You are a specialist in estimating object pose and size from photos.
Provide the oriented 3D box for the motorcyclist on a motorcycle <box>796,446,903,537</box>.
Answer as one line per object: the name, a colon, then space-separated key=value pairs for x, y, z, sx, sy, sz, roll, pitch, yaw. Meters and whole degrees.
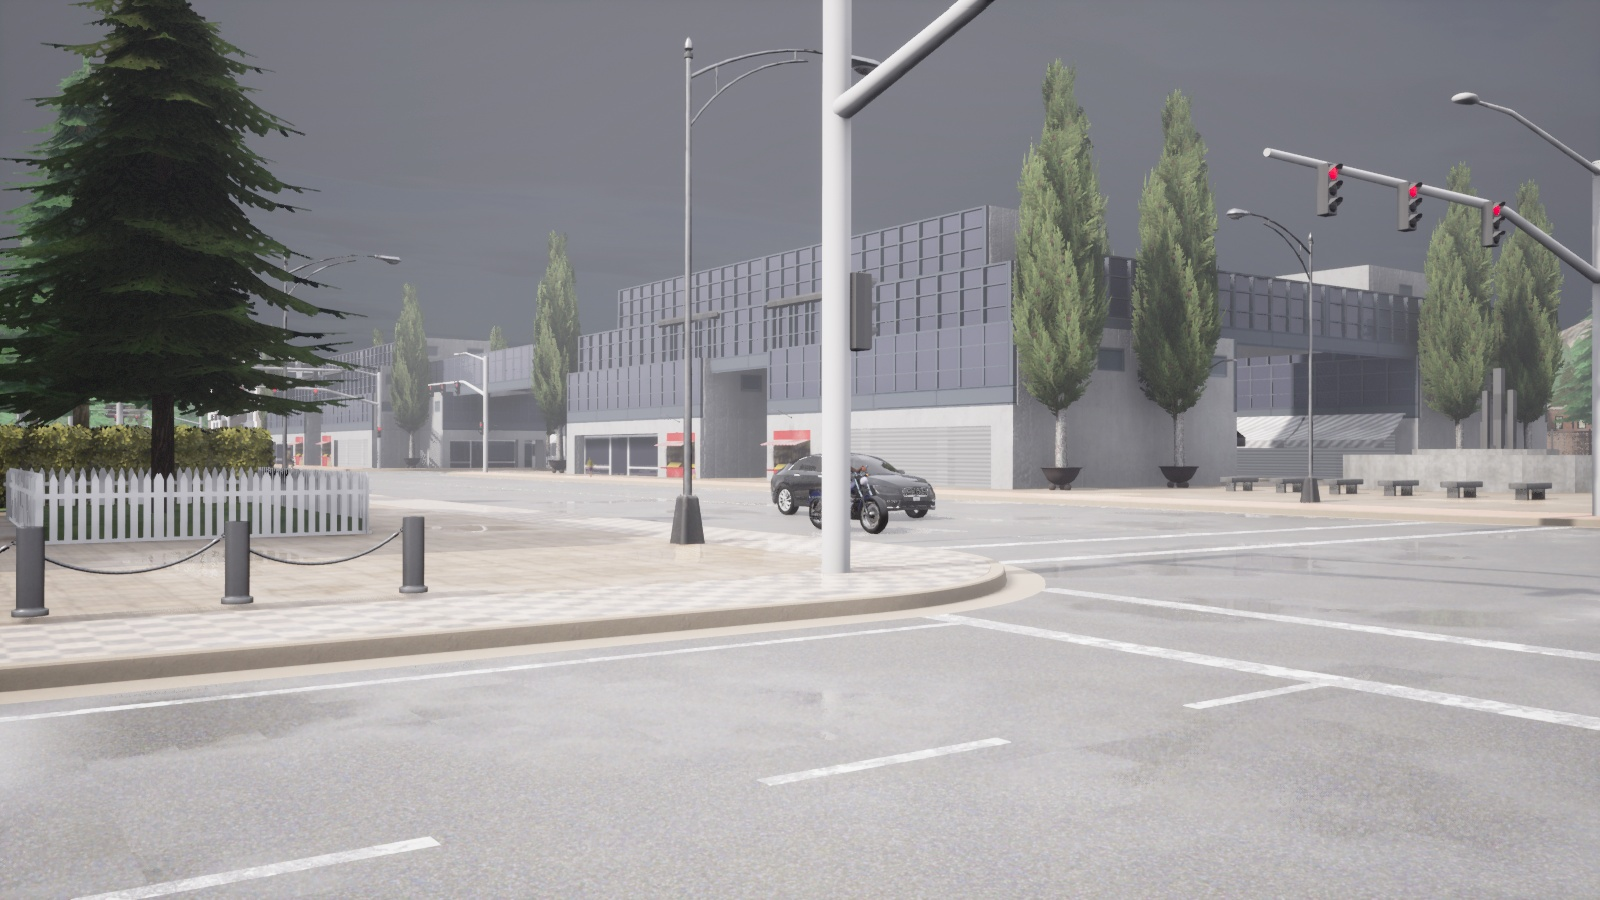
motorcyclist on a motorcycle: x=0.901 y=0.752 z=23.853 sx=0.766 sy=1.649 sz=2.350 roll=0 pitch=0 yaw=-35

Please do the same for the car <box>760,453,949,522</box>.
car: x=1.174 y=0.820 z=29.581 sx=1.837 sy=1.490 sz=4.892 roll=0 pitch=0 yaw=-35
